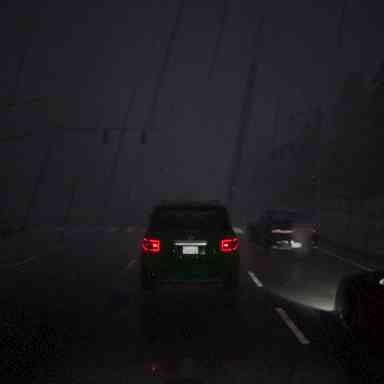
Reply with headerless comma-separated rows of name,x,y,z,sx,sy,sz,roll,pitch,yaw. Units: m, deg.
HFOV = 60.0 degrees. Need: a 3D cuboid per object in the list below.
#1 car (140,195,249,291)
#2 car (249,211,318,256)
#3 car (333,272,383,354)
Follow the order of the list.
car,-0.075,1.222,9.135,2.150,2.045,5.566,0,0,-1
car,3.365,1.492,13.167,2.128,1.511,4.902,0,0,0
car,3.436,1.564,4.032,1.994,1.385,4.181,0,0,-1
